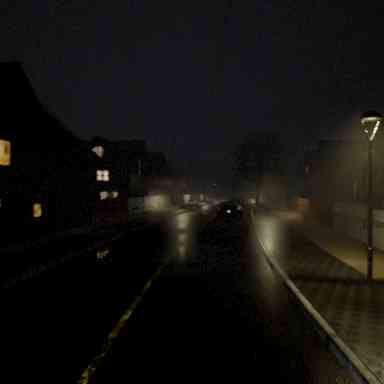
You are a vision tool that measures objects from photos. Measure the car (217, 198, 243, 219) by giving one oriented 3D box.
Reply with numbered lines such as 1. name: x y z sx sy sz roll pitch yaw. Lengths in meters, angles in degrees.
1. car: 3.100 1.422 27.123 1.994 1.385 4.181 0 0 9
